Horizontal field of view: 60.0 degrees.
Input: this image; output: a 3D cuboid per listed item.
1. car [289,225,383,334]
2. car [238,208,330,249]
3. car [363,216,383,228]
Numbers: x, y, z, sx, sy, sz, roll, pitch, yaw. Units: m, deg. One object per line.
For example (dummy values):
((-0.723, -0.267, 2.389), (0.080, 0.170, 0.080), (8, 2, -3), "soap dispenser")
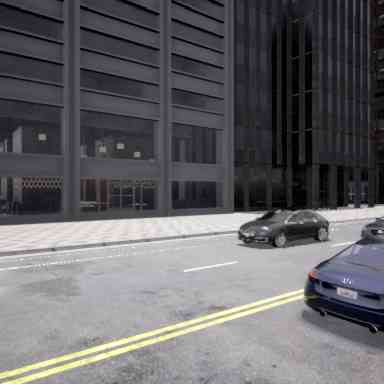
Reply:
((4.061, 1.563, 6.410), (4.181, 1.385, 1.994), (0, 0, -36), "car")
((4.169, 1.504, 14.770), (4.892, 1.490, 1.837), (0, 0, -36), "car")
((9.068, 1.563, 14.313), (4.181, 1.385, 1.994), (0, 0, -36), "car")
